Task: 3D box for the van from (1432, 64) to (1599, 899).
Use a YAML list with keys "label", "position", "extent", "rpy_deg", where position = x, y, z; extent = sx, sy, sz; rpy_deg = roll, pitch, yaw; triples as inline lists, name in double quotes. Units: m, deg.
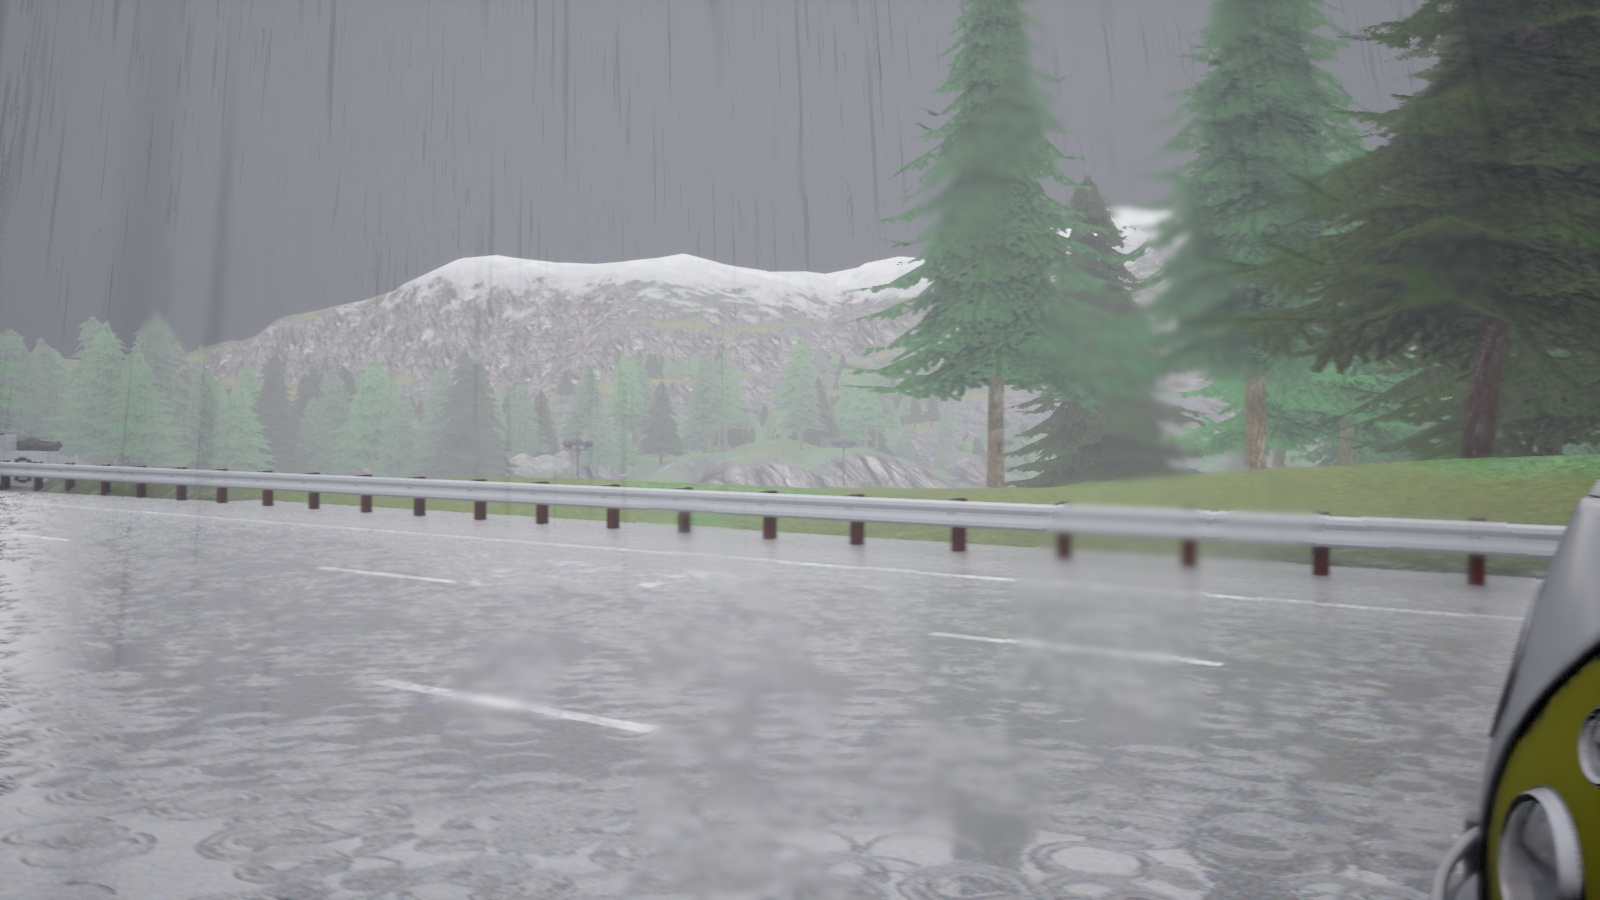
- label: "van"
  position: [3.304, 0.434, 1.423]
  extent: [4.442, 1.987, 1.775]
  rpy_deg: [0, 1, 34]
